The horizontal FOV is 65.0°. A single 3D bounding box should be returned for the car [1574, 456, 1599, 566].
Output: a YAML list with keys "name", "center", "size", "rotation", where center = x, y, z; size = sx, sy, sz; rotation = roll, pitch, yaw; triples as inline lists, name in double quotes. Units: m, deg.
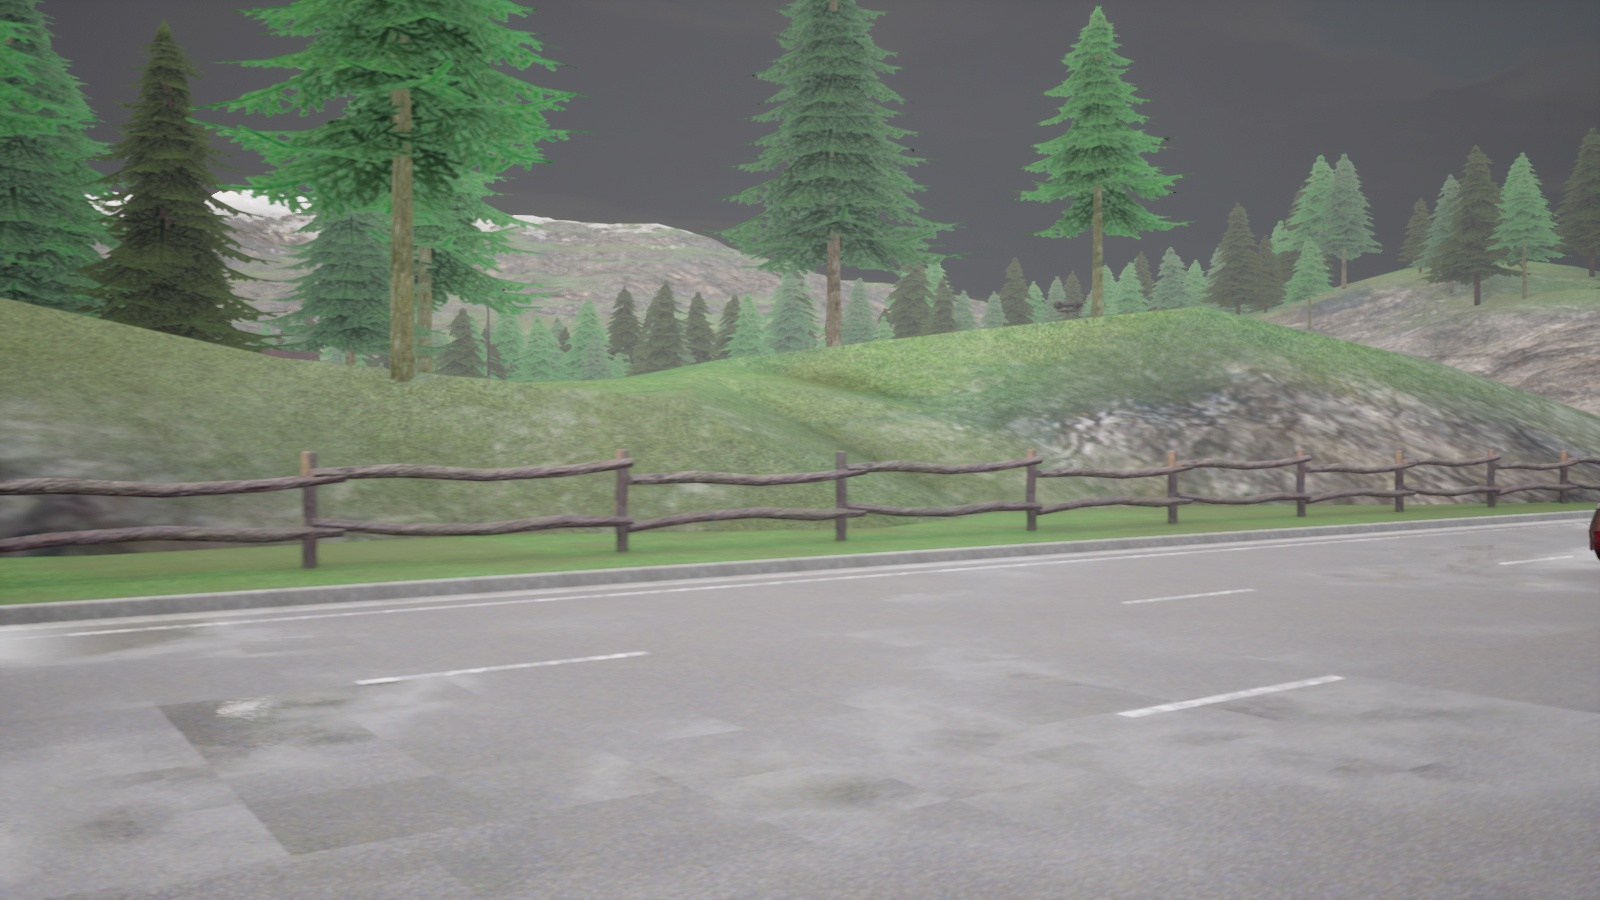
- name: "car"
  center: [12.166, 0.760, 16.393]
  size: [4.181, 1.385, 1.994]
  rotation: [0, 0, -35]
